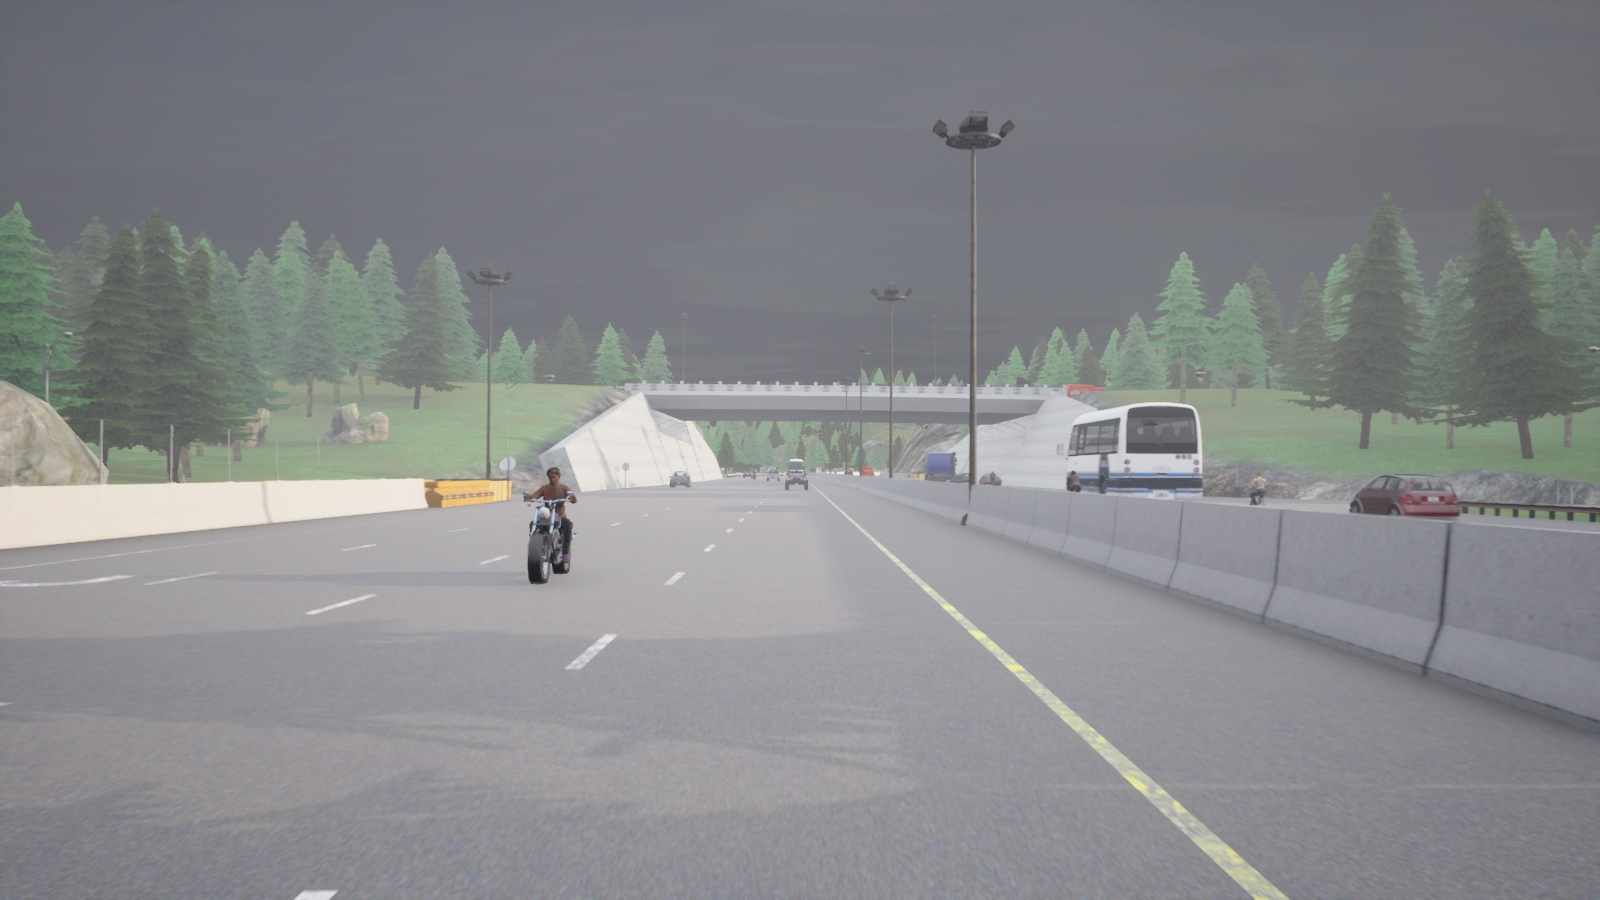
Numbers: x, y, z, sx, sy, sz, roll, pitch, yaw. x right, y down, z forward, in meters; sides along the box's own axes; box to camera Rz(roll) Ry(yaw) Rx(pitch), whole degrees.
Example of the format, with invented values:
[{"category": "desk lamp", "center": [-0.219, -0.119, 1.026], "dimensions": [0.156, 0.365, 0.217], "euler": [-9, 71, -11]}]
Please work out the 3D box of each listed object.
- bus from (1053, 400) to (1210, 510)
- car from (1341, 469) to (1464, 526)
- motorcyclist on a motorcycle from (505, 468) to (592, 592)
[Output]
[{"category": "bus", "center": [13.864, 0.282, 53.718], "dimensions": [3.944, 4.253, 10.273], "euler": [0, -1, 0]}, {"category": "car", "center": [17.411, 1.336, 36.477], "dimensions": [1.789, 1.549, 3.705], "euler": [0, -1, 0]}, {"category": "motorcyclist on a motorcycle", "center": [-3.548, 1.079, 17.910], "dimensions": [0.766, 1.649, 2.350], "euler": [0, -1, 0]}]
